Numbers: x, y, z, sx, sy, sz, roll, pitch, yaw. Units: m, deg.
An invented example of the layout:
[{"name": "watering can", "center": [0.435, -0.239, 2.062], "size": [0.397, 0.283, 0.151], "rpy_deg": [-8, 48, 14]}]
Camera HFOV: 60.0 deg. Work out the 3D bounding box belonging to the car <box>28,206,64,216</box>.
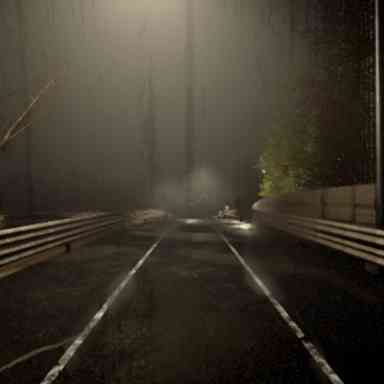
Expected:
[{"name": "car", "center": [-24.838, 3.497, 56.521], "size": [5.566, 2.045, 2.150], "rpy_deg": [3, -5, -36]}]
